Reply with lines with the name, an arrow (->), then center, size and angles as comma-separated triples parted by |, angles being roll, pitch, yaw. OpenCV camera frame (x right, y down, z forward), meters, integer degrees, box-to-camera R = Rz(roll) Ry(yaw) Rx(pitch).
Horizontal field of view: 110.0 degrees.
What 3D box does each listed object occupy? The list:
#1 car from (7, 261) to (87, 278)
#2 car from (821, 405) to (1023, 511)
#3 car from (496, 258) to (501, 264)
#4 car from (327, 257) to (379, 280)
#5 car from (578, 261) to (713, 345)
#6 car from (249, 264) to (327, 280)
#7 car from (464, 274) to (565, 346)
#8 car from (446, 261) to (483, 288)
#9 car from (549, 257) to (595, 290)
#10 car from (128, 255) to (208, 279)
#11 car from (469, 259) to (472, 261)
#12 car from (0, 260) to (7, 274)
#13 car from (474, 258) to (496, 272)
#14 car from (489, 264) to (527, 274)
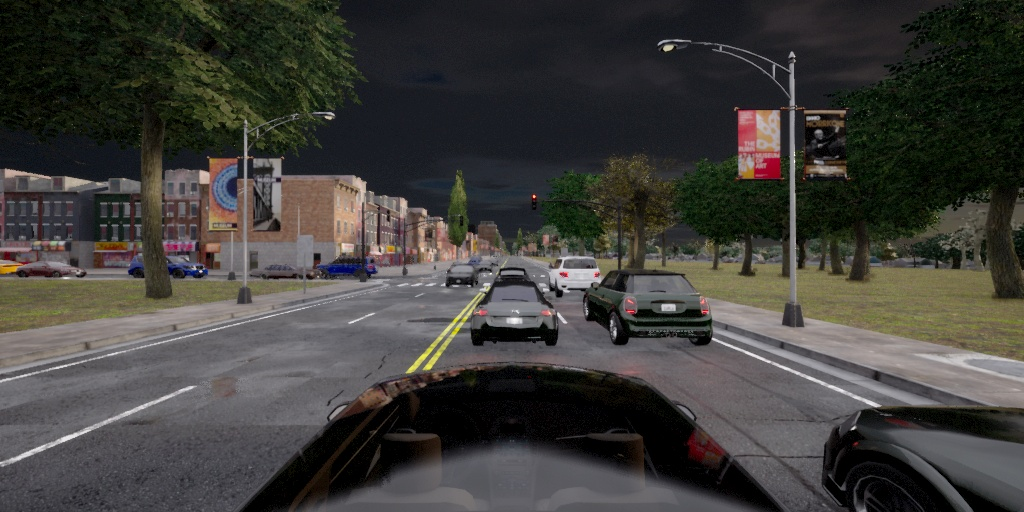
car -> -39.734, 1.194, 30.927 | 4.674, 1.442, 1.812 | 0, 0, 0
car -> 3.341, 1.314, 0.966 | 1.994, 1.385, 4.181 | 0, 0, 0
car -> -3.408, 1.224, 64.543 | 1.837, 1.490, 4.892 | 0, 0, 0
car -> -15.374, 1.119, 33.416 | 5.566, 2.045, 2.150 | 1, 0, -1
car -> 3.315, 1.121, 9.693 | 2.097, 1.767, 4.553 | 0, 0, 0
car -> -19.419, 1.383, 30.892 | 5.357, 1.411, 2.033 | 1, 0, -3
car -> 0.063, 1.332, 9.497 | 1.994, 1.385, 4.181 | 0, 0, 0
car -> -3.386, 1.342, 25.152 | 1.882, 1.535, 5.008 | 0, 0, 0
car -> 3.268, 1.054, 19.407 | 2.150, 2.045, 5.566 | 0, 0, 0
car -> -29.607, 0.963, 30.927 | 5.566, 2.045, 2.150 | 0, 0, 0
car -> -6.666, 1.423, 46.221 | 1.994, 1.385, 4.181 | 0, 0, 0
car -> -48.957, 1.119, 33.807 | 5.008, 1.535, 1.882 | 0, 0, 0
car -> -3.420, 1.364, 46.055 | 1.837, 1.490, 4.892 | 0, 1, 0
car -> 0.018, 1.331, 18.409 | 1.837, 1.490, 4.892 | 0, 0, 0
